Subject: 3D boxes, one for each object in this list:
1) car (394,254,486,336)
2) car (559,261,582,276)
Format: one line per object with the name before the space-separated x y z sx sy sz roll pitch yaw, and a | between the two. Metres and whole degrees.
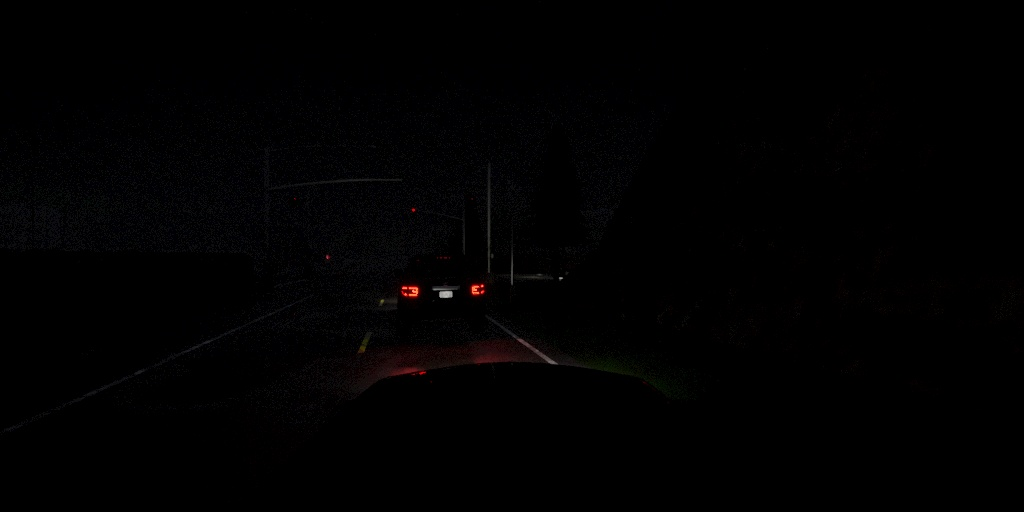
car | -2.278 0.971 10.763 2.150 2.045 5.566 0 0 -17
car | 6.499 1.228 35.347 5.008 1.535 1.882 0 0 -19
